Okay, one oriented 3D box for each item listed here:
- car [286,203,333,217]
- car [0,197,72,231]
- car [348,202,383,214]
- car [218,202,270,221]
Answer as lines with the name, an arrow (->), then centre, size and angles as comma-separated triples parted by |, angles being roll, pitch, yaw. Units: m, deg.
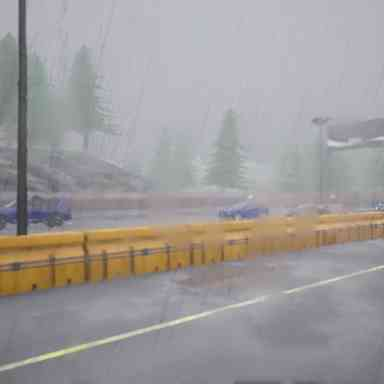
car -> 10.031, 1.640, 28.140 | 4.674, 1.442, 1.812 | 0, 0, -34
car -> -10.863, 1.337, 22.041 | 5.566, 2.045, 2.150 | 0, 0, -35
car -> 14.658, 1.608, 27.057 | 4.902, 1.511, 2.128 | 0, 0, -35
car -> 4.515, 1.601, 28.603 | 5.008, 1.535, 1.882 | 0, 0, -35
